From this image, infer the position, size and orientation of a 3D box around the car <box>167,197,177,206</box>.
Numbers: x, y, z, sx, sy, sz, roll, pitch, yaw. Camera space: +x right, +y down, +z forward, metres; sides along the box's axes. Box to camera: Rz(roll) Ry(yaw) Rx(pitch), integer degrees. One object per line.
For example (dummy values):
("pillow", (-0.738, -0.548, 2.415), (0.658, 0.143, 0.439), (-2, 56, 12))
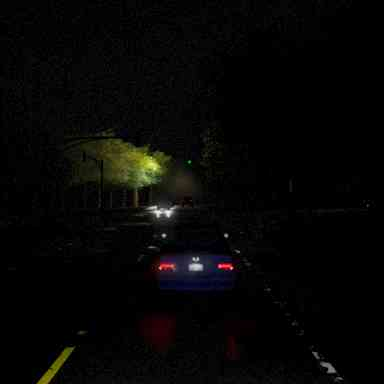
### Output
("car", (-4.768, 2.240, 79.280), (2.150, 2.045, 5.566), (0, -1, -1))

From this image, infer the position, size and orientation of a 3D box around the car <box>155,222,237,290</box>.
("car", (0.087, 1.552, 9.165), (2.033, 1.411, 5.357), (0, 0, 0))

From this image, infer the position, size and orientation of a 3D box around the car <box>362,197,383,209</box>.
("car", (18.249, 0.835, 30.332), (4.718, 1.301, 1.895), (-2, -1, 2))

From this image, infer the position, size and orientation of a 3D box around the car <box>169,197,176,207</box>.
("car", (-4.375, 1.921, 58.870), (2.097, 1.767, 4.553), (0, -1, -1))

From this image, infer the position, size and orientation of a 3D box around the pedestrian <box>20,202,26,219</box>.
("pedestrian", (-18.103, 1.924, 35.601), (0.375, 1.860, 0.375), (0, 1, 2))

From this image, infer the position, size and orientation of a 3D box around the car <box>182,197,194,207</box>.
("car", (-0.887, 1.943, 67.032), (2.150, 2.045, 5.566), (0, -1, -1))

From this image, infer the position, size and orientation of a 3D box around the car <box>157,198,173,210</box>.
("car", (-4.186, 2.009, 49.766), (1.895, 1.301, 4.718), (0, -1, -1))
